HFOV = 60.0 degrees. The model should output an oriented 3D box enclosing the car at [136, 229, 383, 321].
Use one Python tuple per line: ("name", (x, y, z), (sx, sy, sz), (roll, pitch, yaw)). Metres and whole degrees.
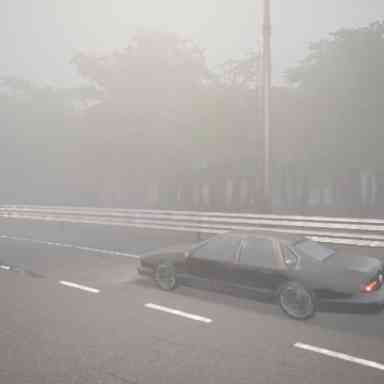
("car", (1.241, 1.553, 7.283), (5.357, 1.411, 2.033), (0, 0, 36))
